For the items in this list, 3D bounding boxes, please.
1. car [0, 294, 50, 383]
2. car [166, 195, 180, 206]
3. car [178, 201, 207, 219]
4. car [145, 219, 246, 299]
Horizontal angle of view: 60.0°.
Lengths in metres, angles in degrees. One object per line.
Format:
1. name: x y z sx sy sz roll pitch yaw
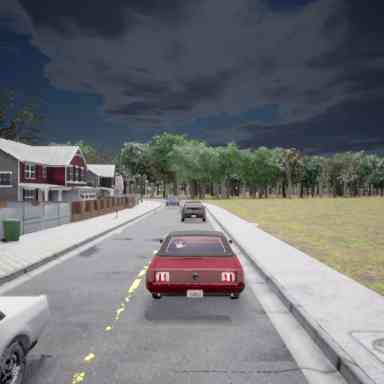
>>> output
1. car: -2.849 1.600 2.252 1.895 1.301 4.718 0 0 0
2. car: -3.023 1.338 52.652 2.097 1.767 4.553 0 0 -2
3. car: 0.112 1.500 26.434 1.837 1.490 4.892 0 0 0
4. car: 0.099 1.600 8.386 1.895 1.301 4.718 0 0 1
